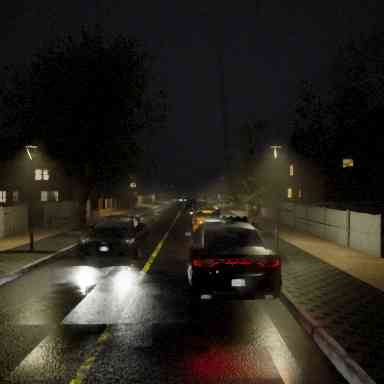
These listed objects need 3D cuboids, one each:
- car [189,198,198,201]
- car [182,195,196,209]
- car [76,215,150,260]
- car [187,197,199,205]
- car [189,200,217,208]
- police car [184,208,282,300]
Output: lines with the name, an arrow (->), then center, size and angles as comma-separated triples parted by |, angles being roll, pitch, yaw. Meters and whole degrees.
car -> 0.878, 1.459, 24.650 | 1.801, 1.575, 5.366 | 0, 0, 0
car -> 0.120, 1.489, 45.090 | 2.128, 1.511, 4.902 | 0, 0, 1
car -> -2.725, 1.566, 12.285 | 1.994, 1.385, 4.181 | 0, 0, 0
car -> 0.130, 1.536, 58.446 | 2.033, 1.411, 5.357 | 0, 0, 0
car -> 0.865, 1.458, 18.650 | 1.801, 1.575, 5.366 | 0, 0, 0
police car -> 0.842, 1.427, 8.567 | 1.930, 1.638, 5.238 | 0, 0, 0
